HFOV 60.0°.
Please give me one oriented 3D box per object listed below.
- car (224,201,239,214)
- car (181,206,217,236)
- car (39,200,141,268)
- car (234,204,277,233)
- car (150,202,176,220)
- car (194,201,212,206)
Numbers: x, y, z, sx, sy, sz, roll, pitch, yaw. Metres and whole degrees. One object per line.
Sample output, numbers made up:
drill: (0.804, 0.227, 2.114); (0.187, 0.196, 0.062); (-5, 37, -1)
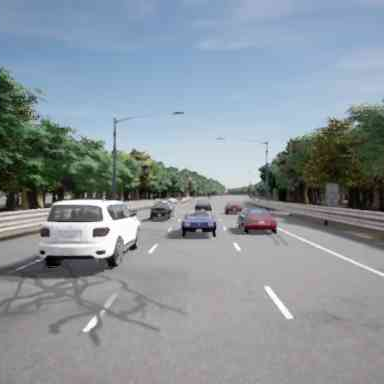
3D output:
car: (4.868, 1.794, 39.272); (1.812, 1.442, 4.674); (0, 0, 3)
car: (0.424, 1.716, 19.283); (1.895, 1.301, 4.718); (0, 0, 2)
car: (-3.267, 1.286, 11.738); (2.150, 2.045, 5.566); (0, 0, 1)
car: (3.982, 1.694, 20.765); (1.994, 1.385, 4.181); (0, 0, 2)
car: (-2.634, 1.692, 30.248); (1.837, 1.490, 4.892); (0, 0, 3)
car: (1.258, 1.726, 37.412); (1.882, 1.535, 5.008); (0, 0, 3)
